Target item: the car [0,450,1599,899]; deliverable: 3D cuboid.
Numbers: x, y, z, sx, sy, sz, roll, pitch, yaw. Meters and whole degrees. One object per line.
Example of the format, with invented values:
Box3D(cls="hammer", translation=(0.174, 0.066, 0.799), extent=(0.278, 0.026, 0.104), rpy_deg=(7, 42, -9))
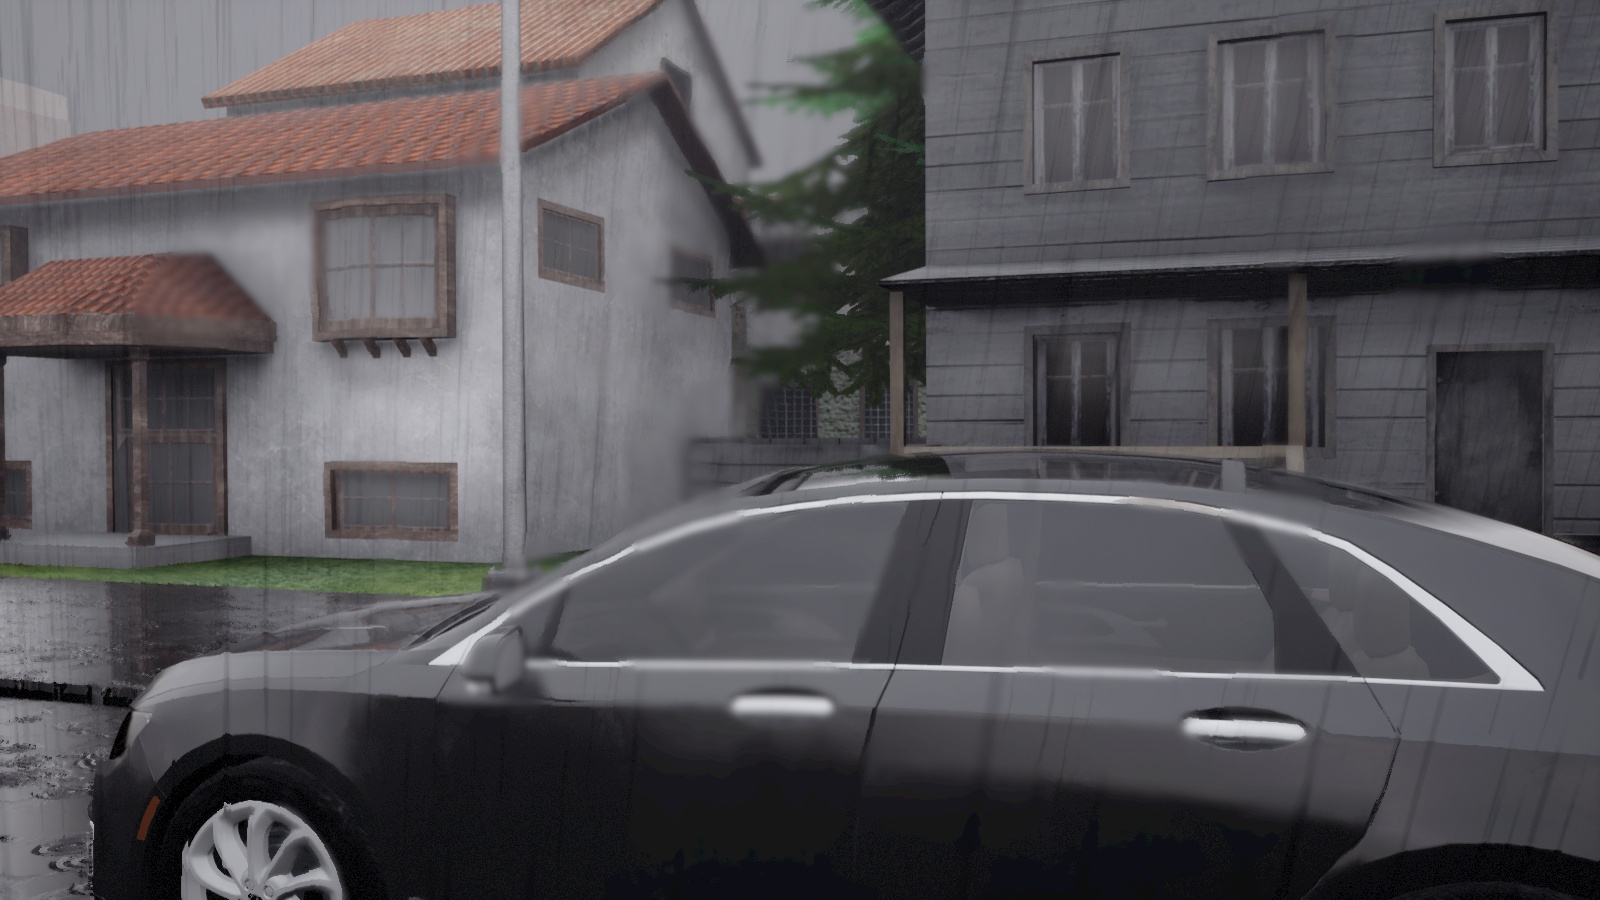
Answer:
Box3D(cls="car", translation=(0.276, 0.775, 3.629), extent=(4.892, 1.490, 1.837), rpy_deg=(0, 1, 19))
